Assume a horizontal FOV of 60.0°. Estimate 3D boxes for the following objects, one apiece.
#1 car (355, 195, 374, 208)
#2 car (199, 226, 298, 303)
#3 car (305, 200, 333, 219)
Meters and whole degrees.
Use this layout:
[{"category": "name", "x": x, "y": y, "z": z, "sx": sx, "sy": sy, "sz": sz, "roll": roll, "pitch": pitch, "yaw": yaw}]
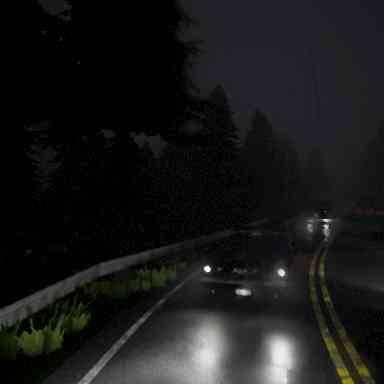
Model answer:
[{"category": "car", "x": 20.923, "y": 1.075, "z": 40.165, "sx": 2.128, "sy": 1.511, "sz": 4.902, "roll": -2, "pitch": 0, "yaw": 28}, {"category": "car", "x": 1.672, "y": 1.603, "z": 8.478, "sx": 1.895, "sy": 1.301, "sz": 4.718, "roll": -1, "pitch": 0, "yaw": 18}, {"category": "car", "x": 10.736, "y": 1.394, "z": 27.891, "sx": 2.033, "sy": 1.411, "sz": 5.357, "roll": -2, "pitch": 0, "yaw": 27}]
